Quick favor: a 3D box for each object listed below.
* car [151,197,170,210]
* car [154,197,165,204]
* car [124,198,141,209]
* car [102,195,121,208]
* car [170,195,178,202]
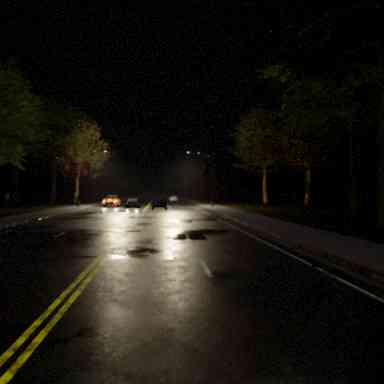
[{"bbox_3d":[-4.187,1.397,42.673,1.882,1.535,5.008,0,0,-5],"label":"car"},{"bbox_3d":[-5.963,1.519,60.868,1.895,1.301,4.718,0,0,-6],"label":"car"},{"bbox_3d":[-7.680,1.476,43.102,1.994,1.385,4.181,0,0,-5],"label":"car"},{"bbox_3d":[-11.288,1.257,46.691,2.097,1.767,4.553,0,0,-5],"label":"car"},{"bbox_3d":[-4.051,1.452,73.352,1.812,1.442,4.674,0,0,-6],"label":"car"}]
